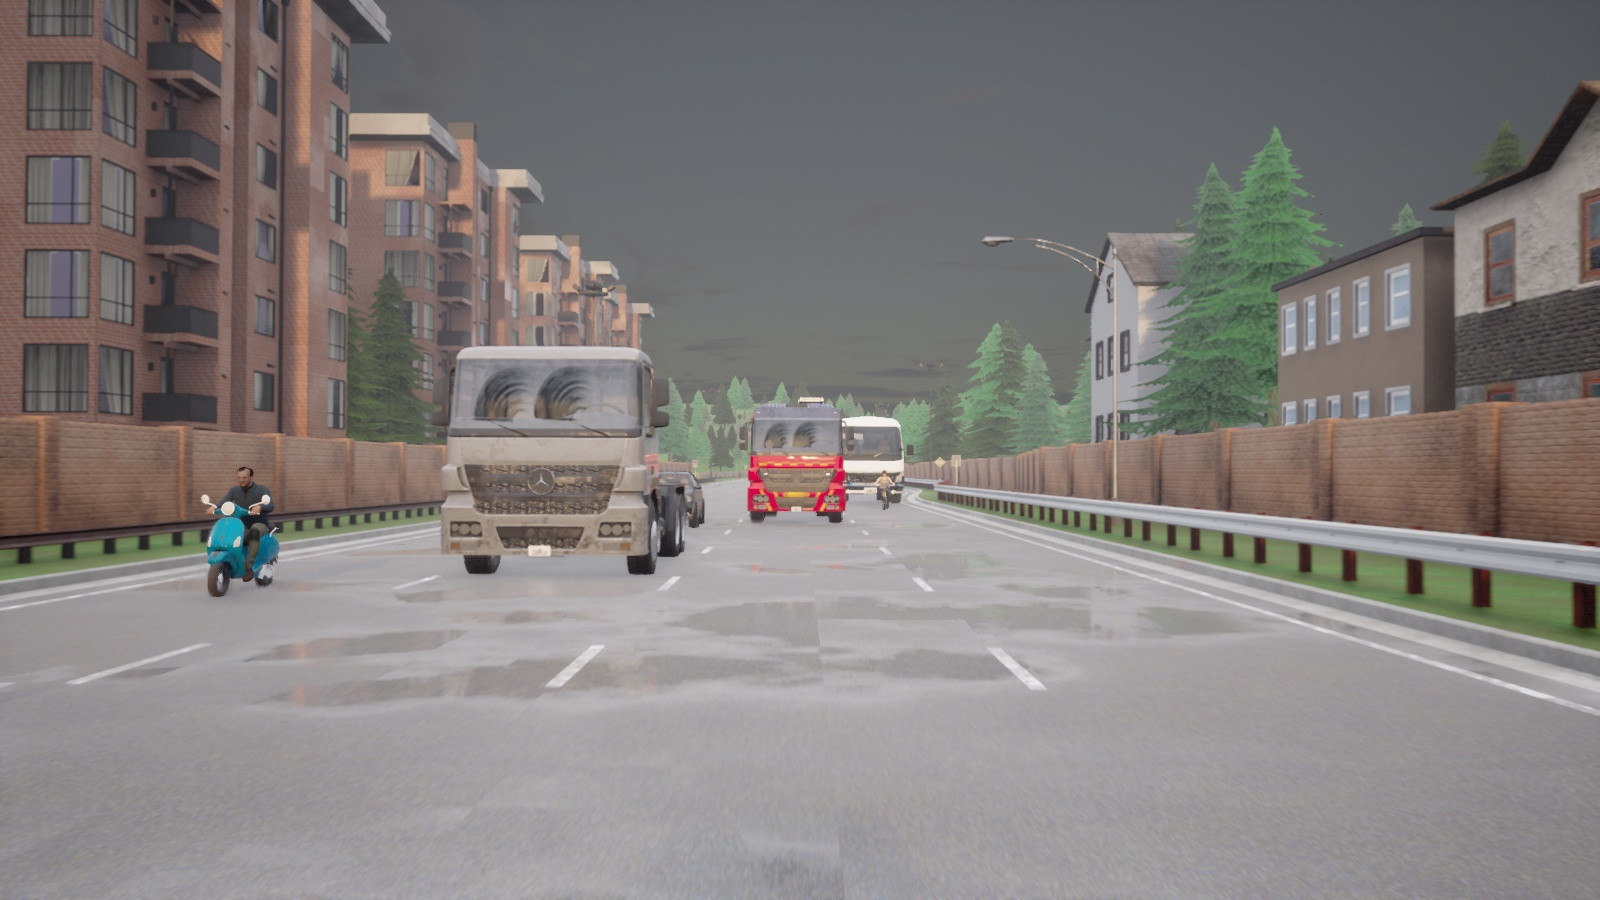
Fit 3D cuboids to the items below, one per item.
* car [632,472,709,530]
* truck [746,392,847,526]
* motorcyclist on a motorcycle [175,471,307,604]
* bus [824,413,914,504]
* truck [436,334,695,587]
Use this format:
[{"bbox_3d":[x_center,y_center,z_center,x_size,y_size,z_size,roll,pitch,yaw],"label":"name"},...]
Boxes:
[{"bbox_3d":[-3.586,1.398,35.294,1.789,1.549,3.705,0,-1,0],"label":"car"},{"bbox_3d":[-0.103,0.323,40.259,2.891,3.827,8.468,0,-1,0],"label":"truck"},{"bbox_3d":[-7.039,1.062,15.915,0.866,1.590,1.817,0,-1,0],"label":"motorcyclist on a motorcycle"},{"bbox_3d":[3.339,0.496,64.056,3.944,4.253,10.273,0,-1,0],"label":"bus"},{"bbox_3d":[-3.556,0.202,21.218,2.891,3.462,7.936,0,-1,0],"label":"truck"}]
